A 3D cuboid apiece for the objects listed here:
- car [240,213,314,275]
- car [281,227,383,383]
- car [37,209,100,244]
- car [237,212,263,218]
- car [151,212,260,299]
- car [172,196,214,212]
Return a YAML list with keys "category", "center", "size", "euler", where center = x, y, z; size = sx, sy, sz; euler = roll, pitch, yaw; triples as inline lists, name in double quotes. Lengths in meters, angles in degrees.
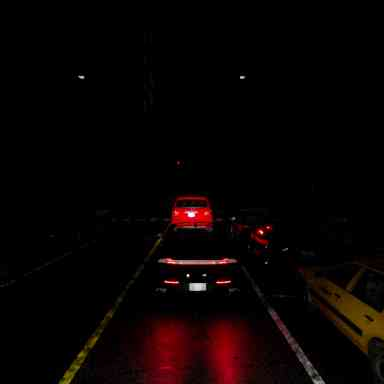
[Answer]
- category: "car"
  center: [2.863, 1.562, 10.228]
  size: [1.947, 1.339, 4.313]
  euler: [-1, 0, 0]
- category: "car"
  center: [2.864, 1.524, 4.812]
  size: [1.752, 1.417, 4.829]
  euler: [-1, 0, 0]
- category: "car"
  center: [-5.685, 1.539, 15.808]
  size: [1.887, 1.381, 4.507]
  euler: [-1, 0, 0]
- category: "car"
  center: [2.861, 1.576, 15.814]
  size: [1.802, 1.307, 4.206]
  euler: [-1, 0, 0]
- category: "car"
  center: [0.096, 1.489, 8.400]
  size: [2.128, 1.511, 4.902]
  euler: [0, 0, 0]
- category: "car"
  center: [0.061, 1.214, 18.749]
  size: [2.150, 2.045, 5.566]
  euler: [0, 0, 2]
